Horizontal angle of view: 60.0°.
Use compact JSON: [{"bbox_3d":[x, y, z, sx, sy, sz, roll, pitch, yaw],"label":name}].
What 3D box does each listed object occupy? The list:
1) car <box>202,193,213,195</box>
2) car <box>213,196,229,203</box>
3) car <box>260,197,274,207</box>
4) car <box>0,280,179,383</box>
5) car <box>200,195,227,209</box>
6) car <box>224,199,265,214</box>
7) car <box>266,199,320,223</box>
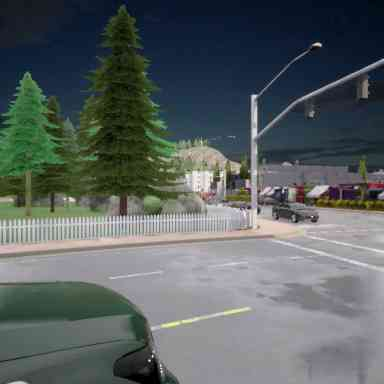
[{"bbox_3d":[2.985,1.277,69.612,2.150,2.045,5.566,0,0,-16],"label":"car"},{"bbox_3d":[6.144,1.611,70.961,1.994,1.385,4.181,0,0,-16],"label":"car"},{"bbox_3d":[11.591,1.560,52.524,1.837,1.490,4.892,0,0,-16],"label":"car"},{"bbox_3d":[-2.744,1.221,1.679,5.566,2.045,2.150,0,0,-36],"label":"car"},{"bbox_3d":[2.868,1.547,44.236,2.128,1.511,4.902,0,0,-16],"label":"car"},{"bbox_3d":[5.483,1.656,35.250,1.895,1.301,4.718,0,0,-16],"label":"car"},{"bbox_3d":[8.071,1.560,26.343,1.837,1.490,4.892,0,0,-14],"label":"car"}]
